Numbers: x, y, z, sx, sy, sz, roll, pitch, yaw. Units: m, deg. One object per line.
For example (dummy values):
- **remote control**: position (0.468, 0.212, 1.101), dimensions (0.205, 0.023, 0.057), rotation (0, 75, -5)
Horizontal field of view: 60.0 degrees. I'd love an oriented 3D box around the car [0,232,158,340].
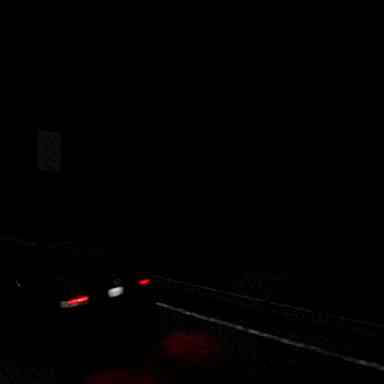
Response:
- **car**: position (-3.073, 1.524, 6.544), dimensions (5.357, 1.411, 2.033), rotation (0, 0, 39)
